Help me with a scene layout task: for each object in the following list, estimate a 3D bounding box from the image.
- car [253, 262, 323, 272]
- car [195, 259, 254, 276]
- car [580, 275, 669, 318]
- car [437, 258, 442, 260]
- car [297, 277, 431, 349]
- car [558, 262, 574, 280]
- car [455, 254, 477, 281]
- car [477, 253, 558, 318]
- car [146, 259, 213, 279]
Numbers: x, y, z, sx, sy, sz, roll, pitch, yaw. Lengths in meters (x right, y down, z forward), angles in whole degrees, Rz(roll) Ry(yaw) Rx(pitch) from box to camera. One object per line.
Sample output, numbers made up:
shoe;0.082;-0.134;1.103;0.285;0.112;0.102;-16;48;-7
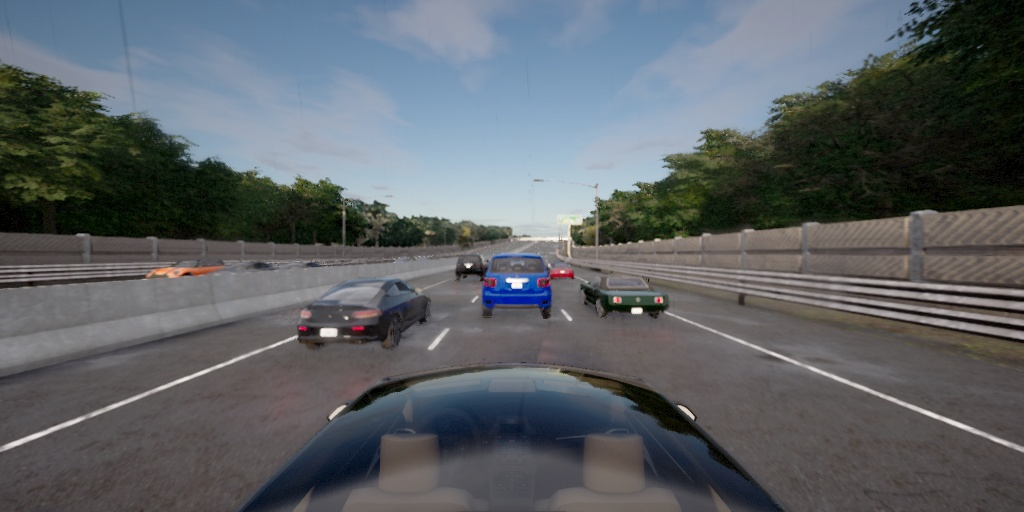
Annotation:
car;-13.874;1.143;23.191;1.837;1.490;4.892;0;0;1
car;-17.371;1.141;23.322;1.837;1.490;4.892;0;0;1
car;3.668;1.301;12.657;1.895;1.301;4.718;0;0;1
car;-12.328;0.976;64.054;1.994;1.385;4.181;0;1;3
car;-3.365;1.240;8.931;1.812;1.442;4.674;0;0;0
car;3.973;1.182;29.831;1.994;1.385;4.181;0;0;1
car;-3.066;0.841;28.473;2.150;2.045;5.566;0;0;1
car;0.170;0.918;12.914;2.150;2.045;5.566;0;0;1
car;-20.868;0.985;23.418;2.097;1.767;4.553;0;0;1
